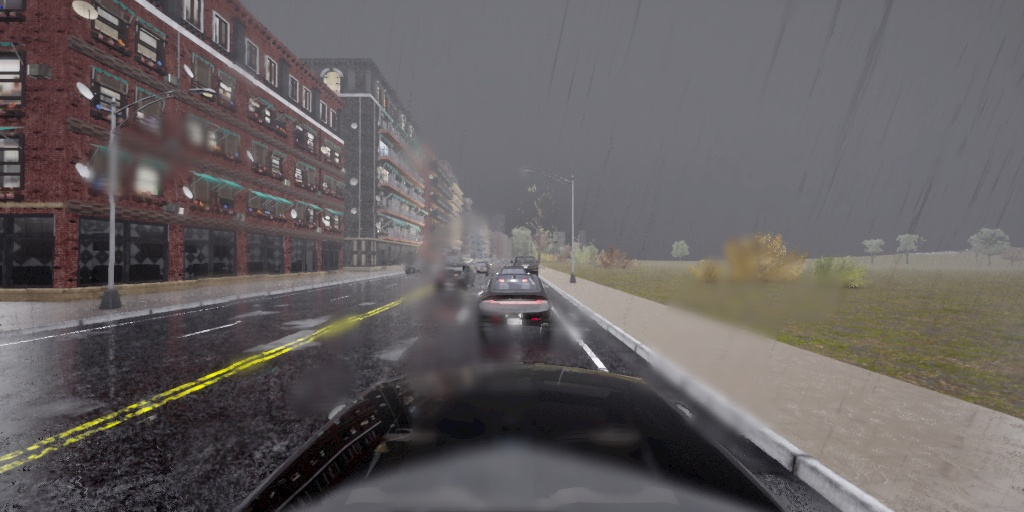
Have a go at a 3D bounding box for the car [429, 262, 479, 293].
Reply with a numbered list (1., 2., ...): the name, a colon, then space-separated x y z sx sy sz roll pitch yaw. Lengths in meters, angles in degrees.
1. car: -3.195 1.255 20.809 1.837 1.490 4.892 0 0 0

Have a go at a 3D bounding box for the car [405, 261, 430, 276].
1. car: -9.937 1.256 38.223 1.837 1.490 4.892 0 0 0

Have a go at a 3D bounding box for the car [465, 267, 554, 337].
1. car: 0.081 1.242 10.272 2.128 1.511 4.902 0 0 0

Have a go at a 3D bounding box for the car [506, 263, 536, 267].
1. car: 0.060 1.299 20.712 2.033 1.411 5.357 0 0 0

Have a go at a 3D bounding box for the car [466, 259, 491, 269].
1. car: -3.237 1.299 37.485 2.033 1.411 5.357 0 0 0

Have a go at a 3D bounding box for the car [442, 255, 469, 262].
1. car: -6.694 0.972 41.163 2.150 2.045 5.566 0 0 0

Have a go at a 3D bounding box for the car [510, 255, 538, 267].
1. car: 1.069 0.977 30.925 2.150 2.045 5.566 0 0 0
